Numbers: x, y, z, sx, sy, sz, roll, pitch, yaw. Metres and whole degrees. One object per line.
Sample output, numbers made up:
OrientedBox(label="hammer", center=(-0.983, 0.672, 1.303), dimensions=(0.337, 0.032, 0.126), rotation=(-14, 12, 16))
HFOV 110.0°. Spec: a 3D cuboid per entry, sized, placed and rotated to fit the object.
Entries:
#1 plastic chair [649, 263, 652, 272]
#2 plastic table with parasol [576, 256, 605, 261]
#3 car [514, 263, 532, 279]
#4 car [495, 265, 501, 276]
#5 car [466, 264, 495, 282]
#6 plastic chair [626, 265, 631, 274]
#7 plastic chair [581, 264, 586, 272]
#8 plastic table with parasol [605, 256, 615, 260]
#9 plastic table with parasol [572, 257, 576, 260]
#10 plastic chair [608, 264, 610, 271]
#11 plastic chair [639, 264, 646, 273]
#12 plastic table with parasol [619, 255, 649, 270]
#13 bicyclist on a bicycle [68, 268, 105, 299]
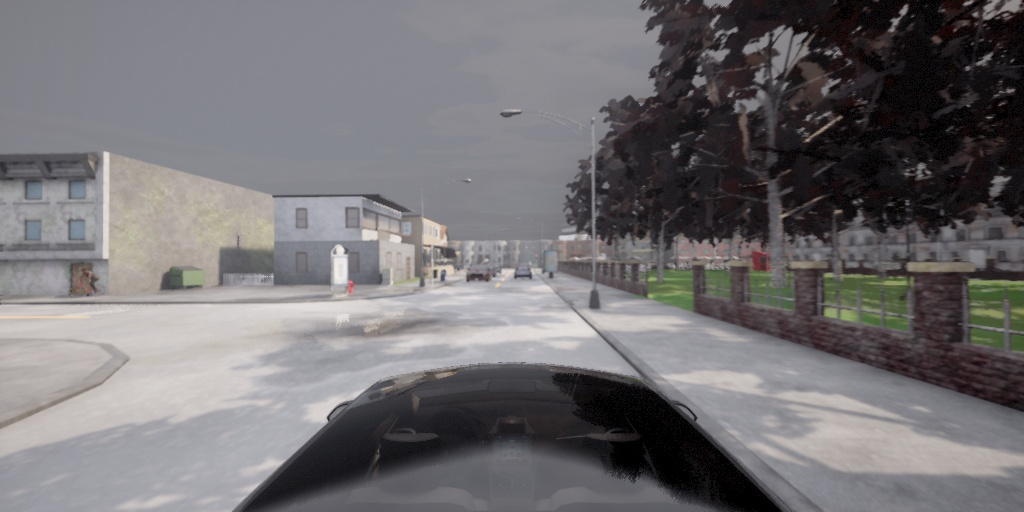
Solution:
OrientedBox(label="plastic chair", center=(20.142, 1.660, 52.786), dimensions=(0.750, 1.272, 0.730), rotation=(0, 0, -38))
OrientedBox(label="plastic table with parasol", center=(11.453, 1.238, 52.318), dimensions=(2.482, 2.480, 2.482), rotation=(0, 0, -38))
OrientedBox(label="car", center=(1.218, 1.783, 39.818), dimensions=(1.994, 1.385, 4.181), rotation=(0, -1, 2))
OrientedBox(label="car", center=(-2.860, 1.848, 44.012), dimensions=(2.033, 1.411, 5.357), rotation=(0, -1, 2))
OrientedBox(label="car", center=(-3.131, 1.535, 34.504), dimensions=(2.097, 1.767, 4.553), rotation=(0, -1, 2))
OrientedBox(label="plastic chair", center=(15.695, 1.784, 48.557), dimensions=(0.730, 1.272, 0.750), rotation=(0, 0, -33))
OrientedBox(label="plastic chair", center=(10.455, 1.866, 51.445), dimensions=(0.730, 1.272, 0.750), rotation=(0, 0, -33))
OrientedBox(label="plastic table with parasol", center=(16.302, 1.260, 57.659), dimensions=(2.482, 2.480, 2.482), rotation=(0, 0, -40))
OrientedBox(label="plastic table with parasol", center=(12.401, 1.358, 60.735), dimensions=(2.482, 2.480, 2.482), rotation=(0, 0, -38))
OrientedBox(label="plastic chair", center=(15.326, 1.888, 56.798), dimensions=(0.730, 1.272, 0.750), rotation=(0, 0, -33))
OrientedBox(label="plastic chair", center=(17.398, 1.760, 48.412), dimensions=(0.750, 1.272, 0.730), rotation=(0, 0, -38))
OrientedBox(label="plastic table with parasol", center=(16.694, 1.176, 49.431), dimensions=(2.482, 2.480, 2.482), rotation=(0, 0, -38))
OrientedBox(label="bicyclist on a bicycle", center=(-23.317, 1.486, 19.687), dimensions=(0.582, 1.620, 1.656), rotation=(0, 0, 2))
